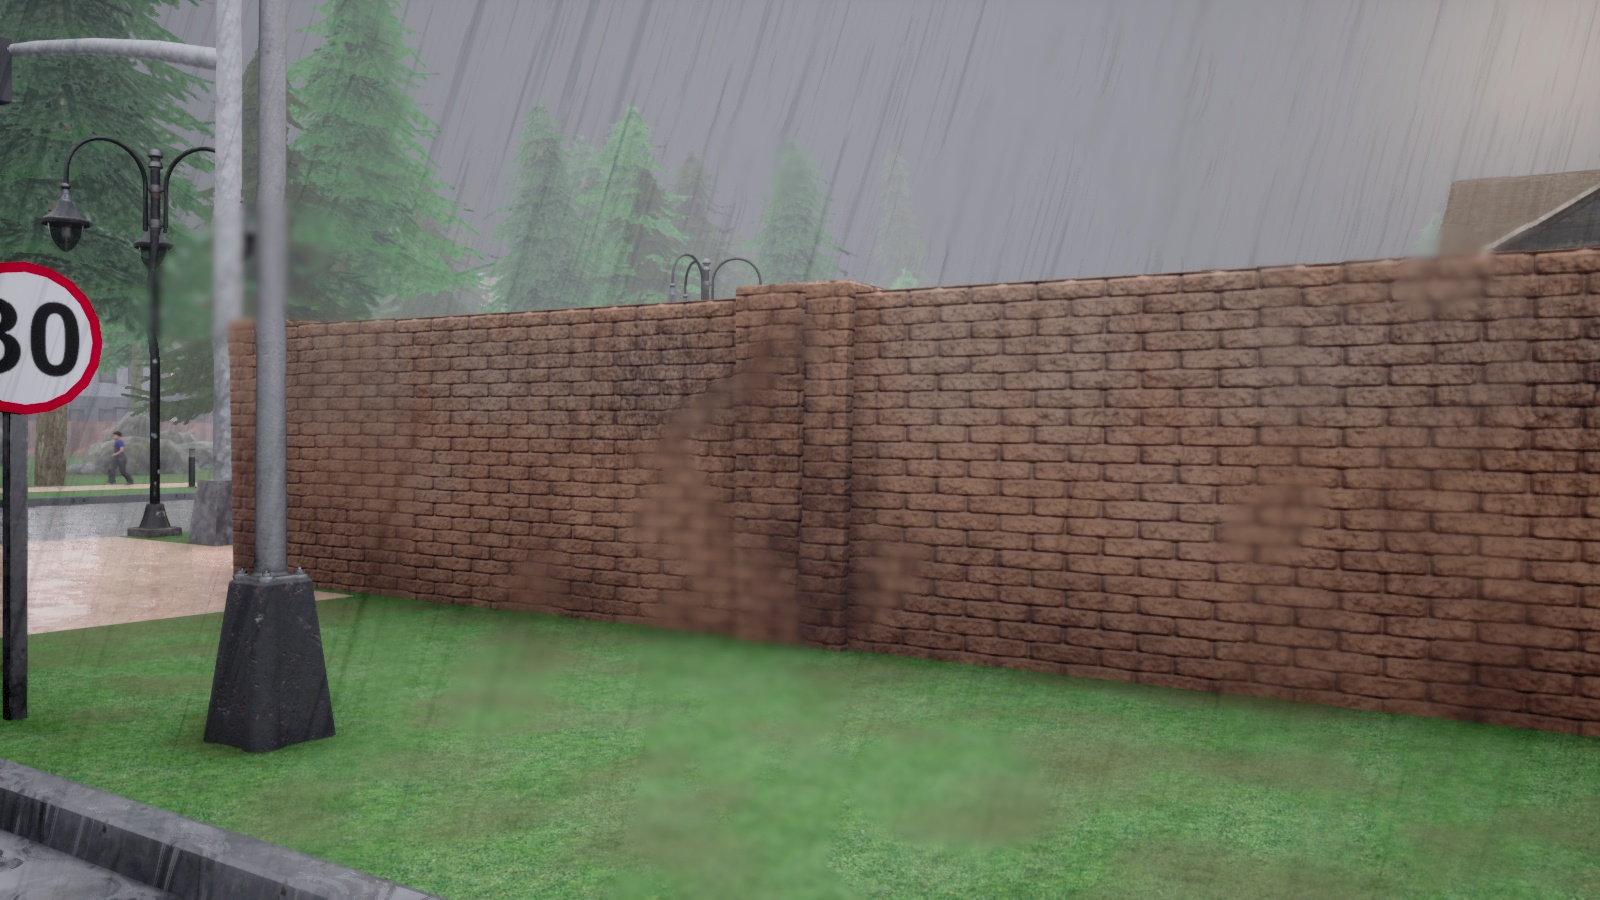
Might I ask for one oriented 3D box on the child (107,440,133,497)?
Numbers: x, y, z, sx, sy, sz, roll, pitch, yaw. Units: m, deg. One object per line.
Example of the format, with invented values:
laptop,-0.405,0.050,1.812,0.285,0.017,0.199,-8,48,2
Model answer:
child,-15.285,0.405,28.231,0.270,1.263,0.437,0,1,32
